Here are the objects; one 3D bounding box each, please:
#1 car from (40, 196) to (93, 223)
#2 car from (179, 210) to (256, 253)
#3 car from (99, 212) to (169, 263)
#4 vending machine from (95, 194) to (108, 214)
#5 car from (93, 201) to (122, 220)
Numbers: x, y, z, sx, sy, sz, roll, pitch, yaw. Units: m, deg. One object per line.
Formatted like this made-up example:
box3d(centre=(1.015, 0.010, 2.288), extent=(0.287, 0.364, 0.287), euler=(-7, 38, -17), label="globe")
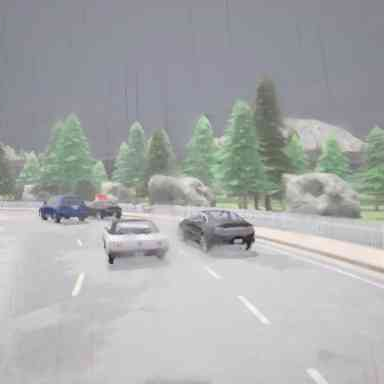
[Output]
box3d(centre=(-10.271, 1.302, 26.407), extent=(2.150, 2.045, 5.566), euler=(0, 0, -40), label="car")
box3d(centre=(0.838, 1.489, 13.787), extent=(2.128, 1.511, 4.902), euler=(0, 0, -18), label="car")
box3d(centre=(-2.257, 1.620, 12.229), extent=(1.895, 1.301, 4.718), euler=(0, 0, -17), label="car")
box3d(centre=(-9.978, 1.277, 36.620), extent=(0.880, 2.100, 1.100), euler=(0, 0, 40), label="vending machine")
box3d(centre=(-7.791, 1.569, 28.720), extent=(1.837, 1.490, 4.892), euler=(0, 0, -40), label="car")
